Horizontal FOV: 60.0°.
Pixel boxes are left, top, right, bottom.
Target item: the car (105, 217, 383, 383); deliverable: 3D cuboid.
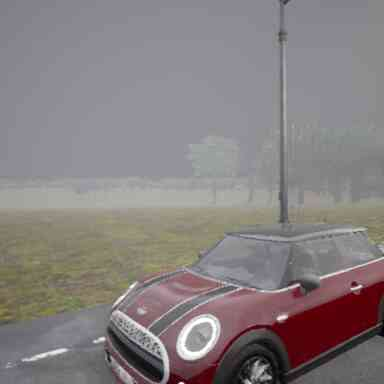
[{"bbox_3d":[1.118,1.321,4.819,4.553,1.767,2.097,-1,0,-36],"label":"car"}]
